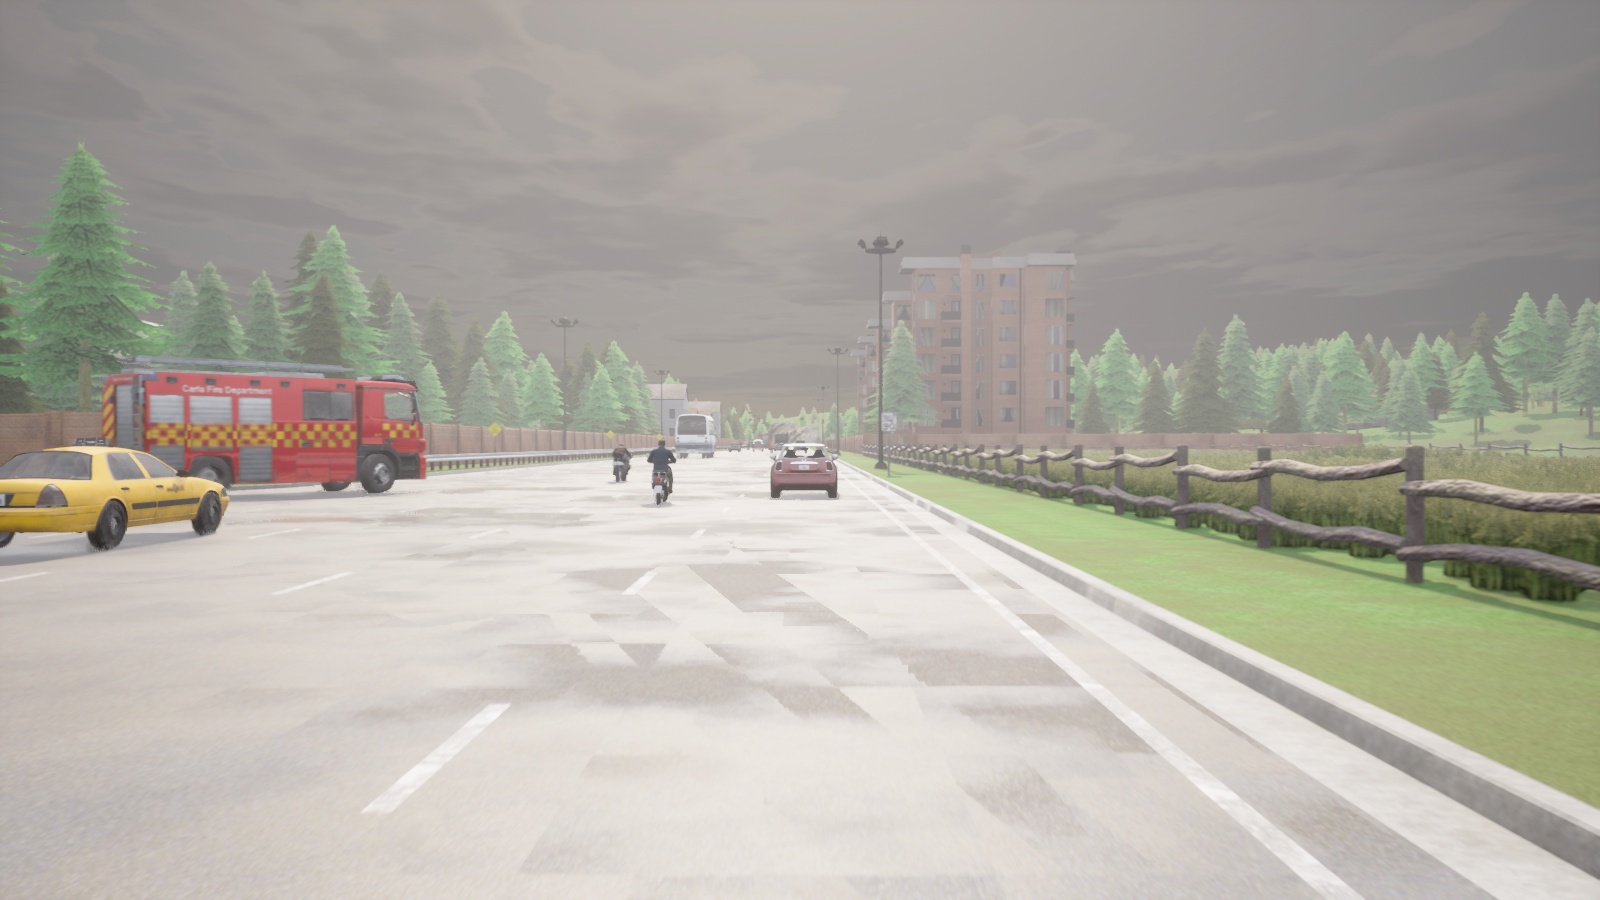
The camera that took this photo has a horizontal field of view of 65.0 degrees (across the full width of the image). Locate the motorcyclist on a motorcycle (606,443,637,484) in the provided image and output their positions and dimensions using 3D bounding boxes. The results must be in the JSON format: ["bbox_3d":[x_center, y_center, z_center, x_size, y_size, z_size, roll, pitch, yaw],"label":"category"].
[{"bbox_3d":[-6.847,0.504,48.236,0.866,1.530,2.191,0,0,0],"label":"motorcyclist on a motorcycle"}]

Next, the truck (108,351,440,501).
[{"bbox_3d":[-14.911,-0.635,36.329,2.891,3.827,8.468,1,1,40],"label":"truck"}]

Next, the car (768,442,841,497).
[{"bbox_3d":[0.118,0.511,35.728,1.970,1.475,3.806,0,0,0],"label":"car"}]

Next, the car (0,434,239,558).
[{"bbox_3d":[-10.429,0.572,18.621,1.801,1.575,5.366,0,0,0],"label":"car"}]

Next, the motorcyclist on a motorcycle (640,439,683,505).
[{"bbox_3d":[-3.395,0.523,30.894,0.866,1.590,1.817,0,0,0],"label":"motorcyclist on a motorcycle"}]
